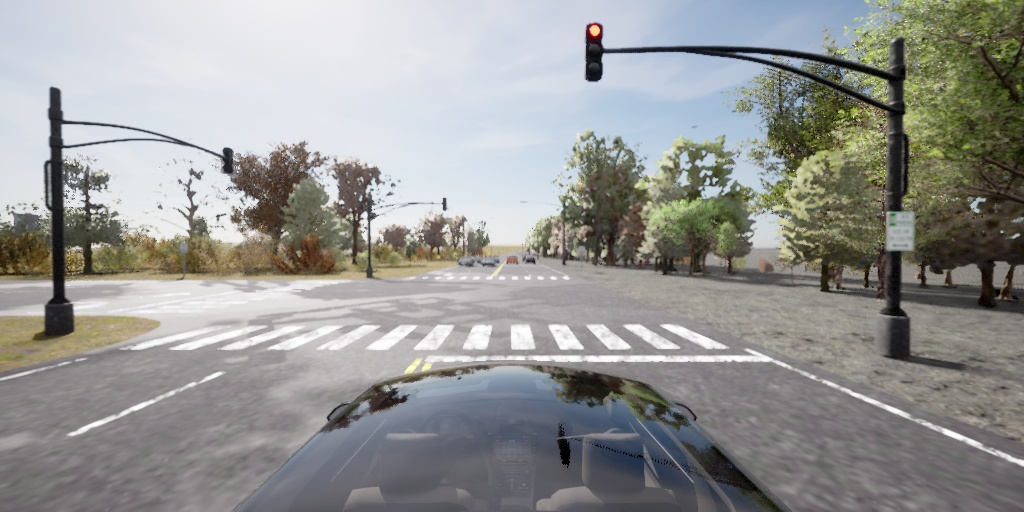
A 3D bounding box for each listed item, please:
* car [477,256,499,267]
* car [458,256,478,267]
[{"bbox_3d":[-3.340,0.869,51.409,2.033,1.411,5.357,0,0,0],"label":"car"},{"bbox_3d":[-6.585,0.813,51.382,2.128,1.511,4.902,0,1,0],"label":"car"}]
